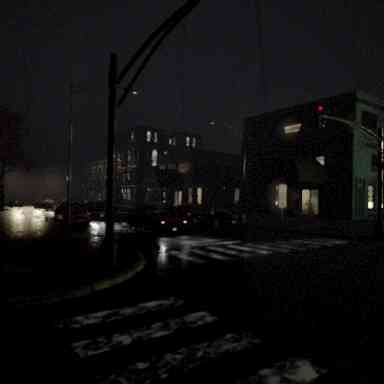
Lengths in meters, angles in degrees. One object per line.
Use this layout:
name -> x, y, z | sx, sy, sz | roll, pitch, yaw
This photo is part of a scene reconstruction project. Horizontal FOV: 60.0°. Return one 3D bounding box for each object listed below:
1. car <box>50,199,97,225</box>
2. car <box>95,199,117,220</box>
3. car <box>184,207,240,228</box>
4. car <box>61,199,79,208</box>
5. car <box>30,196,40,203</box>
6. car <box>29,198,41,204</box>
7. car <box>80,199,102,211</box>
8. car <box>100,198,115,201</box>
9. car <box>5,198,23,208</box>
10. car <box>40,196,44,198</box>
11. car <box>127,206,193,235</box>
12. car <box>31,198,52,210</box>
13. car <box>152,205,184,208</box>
car -> -9.138, 1.574, 25.462 | 1.967, 1.590, 4.097 | 1, -1, -35
car -> -8.926, 1.710, 29.927 | 2.128, 1.511, 4.902 | 2, -1, -35
car -> 1.685, 1.876, 25.015 | 2.008, 1.369, 4.403 | 1, -1, -35
car -> -21.153, 1.959, 57.670 | 1.967, 1.590, 4.097 | 1, -1, -35
car -> -36.986, 1.974, 80.467 | 2.192, 1.841, 5.009 | 1, -1, -35
car -> -40.156, 2.238, 85.022 | 2.008, 1.369, 4.403 | 1, -1, -35
car -> -14.779, 1.904, 48.582 | 1.967, 1.590, 4.097 | 1, -1, -35
car -> -11.583, 1.753, 44.044 | 2.192, 1.841, 5.009 | 1, -1, -35
car -> -27.938, 1.827, 52.748 | 1.752, 1.417, 4.829 | 1, -1, -35
car -> -30.752, 2.129, 71.485 | 1.752, 1.417, 4.829 | 1, -1, -35
car -> -2.199, 1.765, 20.235 | 1.895, 1.301, 4.718 | 2, -1, -35
car -> -21.344, 1.933, 47.961 | 1.895, 1.301, 4.718 | 2, -1, -35
car -> -1.443, 1.917, 29.517 | 1.947, 1.339, 4.313 | 1, -1, -35
